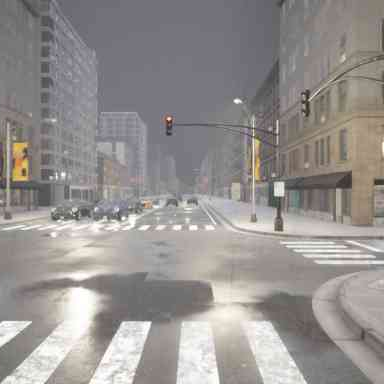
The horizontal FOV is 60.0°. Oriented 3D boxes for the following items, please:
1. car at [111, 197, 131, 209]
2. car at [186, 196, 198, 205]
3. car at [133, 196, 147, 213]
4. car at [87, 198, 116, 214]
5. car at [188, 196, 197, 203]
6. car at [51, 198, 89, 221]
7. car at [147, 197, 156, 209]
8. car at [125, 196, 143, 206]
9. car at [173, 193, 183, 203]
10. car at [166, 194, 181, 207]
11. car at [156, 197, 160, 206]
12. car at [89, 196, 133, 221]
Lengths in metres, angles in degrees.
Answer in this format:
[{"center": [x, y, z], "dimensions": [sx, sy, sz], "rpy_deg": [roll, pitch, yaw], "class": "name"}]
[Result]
[{"center": [-9.793, 1.521, 46.339], "dimensions": [1.812, 1.442, 4.674], "rpy_deg": [0, 0, 0], "class": "car"}, {"center": [0.050, 1.496, 57.895], "dimensions": [1.837, 1.490, 4.892], "rpy_deg": [0, 0, 0], "class": "car"}, {"center": [-6.552, 1.490, 36.257], "dimensions": [2.128, 1.511, 4.902], "rpy_deg": [0, 0, 0], "class": "car"}, {"center": [-9.806, 1.503, 36.394], "dimensions": [1.837, 1.490, 4.892], "rpy_deg": [0, 0, 0], "class": "car"}, {"center": [0.059, 1.512, 68.314], "dimensions": [1.812, 1.442, 4.674], "rpy_deg": [0, 0, 0], "class": "car"}, {"center": [-9.815, 1.352, 27.422], "dimensions": [2.097, 1.767, 4.553], "rpy_deg": [0, 0, 0], "class": "car"}, {"center": [-6.541, 1.473, 45.760], "dimensions": [1.882, 1.535, 5.008], "rpy_deg": [0, 0, 0], "class": "car"}, {"center": [-9.762, 1.483, 56.637], "dimensions": [2.128, 1.511, 4.902], "rpy_deg": [0, 0, 1], "class": "car"}, {"center": [-3.103, 1.206, 69.725], "dimensions": [2.150, 2.045, 5.566], "rpy_deg": [0, 0, 0], "class": "car"}, {"center": [-3.106, 1.497, 52.750], "dimensions": [1.837, 1.490, 4.892], "rpy_deg": [0, 0, 0], "class": "car"}, {"center": [-6.518, 1.517, 55.612], "dimensions": [1.812, 1.442, 4.674], "rpy_deg": [0, 0, 1], "class": "car"}, {"center": [-6.566, 1.352, 27.418], "dimensions": [2.097, 1.767, 4.553], "rpy_deg": [0, 0, 0], "class": "car"}]
